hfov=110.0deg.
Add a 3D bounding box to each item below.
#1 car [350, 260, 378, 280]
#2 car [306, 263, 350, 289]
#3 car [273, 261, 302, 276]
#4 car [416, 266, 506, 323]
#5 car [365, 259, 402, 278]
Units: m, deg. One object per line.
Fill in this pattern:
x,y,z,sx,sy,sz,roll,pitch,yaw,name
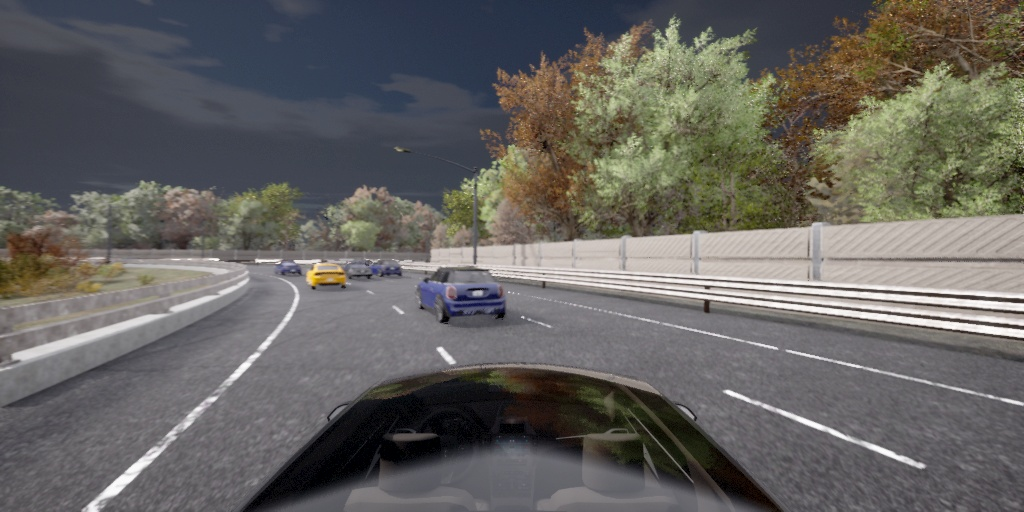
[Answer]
-14.071,1.341,32.056,2.033,1.411,5.357,1,0,-38,car
-12.070,1.243,23.204,1.882,1.535,5.008,1,0,-33,car
-23.407,1.276,37.460,1.812,1.442,4.674,1,0,-43,car
-1.948,1.141,12.602,2.097,1.767,4.553,0,0,-26,car
-12.726,1.174,35.831,2.097,1.767,4.553,1,0,-39,car
